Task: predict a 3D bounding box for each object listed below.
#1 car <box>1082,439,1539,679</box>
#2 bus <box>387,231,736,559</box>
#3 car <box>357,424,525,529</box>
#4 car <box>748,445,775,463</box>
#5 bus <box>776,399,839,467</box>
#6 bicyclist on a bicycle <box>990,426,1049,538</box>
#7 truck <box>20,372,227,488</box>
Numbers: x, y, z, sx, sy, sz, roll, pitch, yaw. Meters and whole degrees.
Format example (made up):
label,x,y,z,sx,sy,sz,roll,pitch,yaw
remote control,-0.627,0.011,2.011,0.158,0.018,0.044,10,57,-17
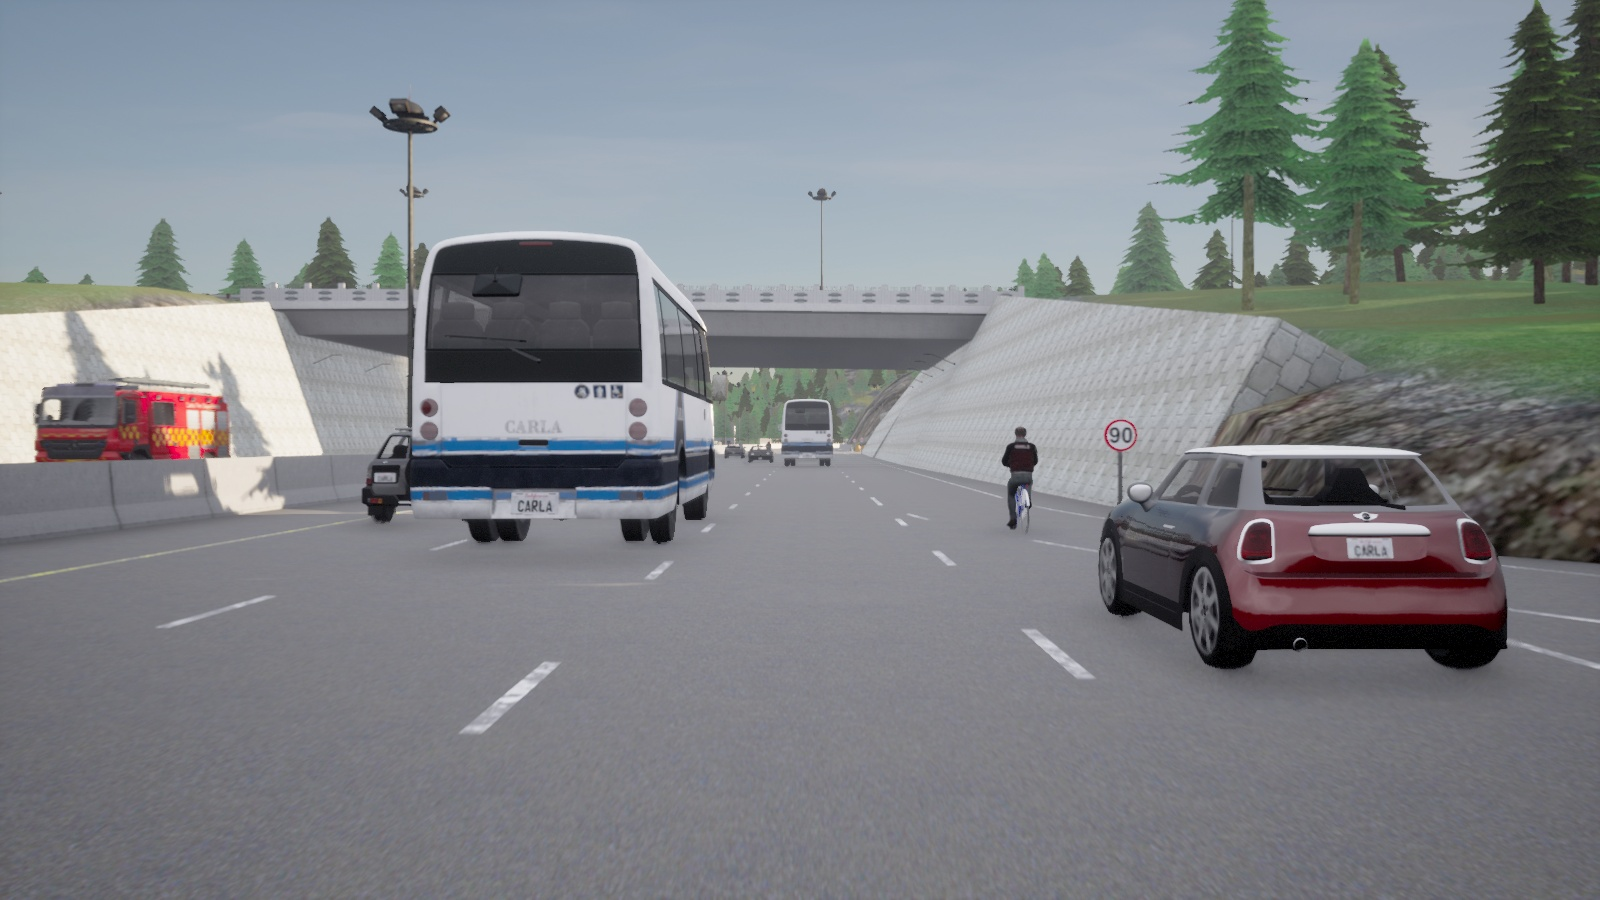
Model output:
label,x,y,z,sx,sy,sz,roll,pitch,yaw
car,3.570,0.660,9.633,1.970,1.475,3.806,0,0,0
bus,-3.362,-0.753,21.426,3.944,4.253,10.273,0,0,0
car,-6.845,0.422,24.499,1.932,1.855,4.605,0,1,0
car,-2.939,0.304,95.894,1.895,1.301,4.718,0,0,0
bus,0.498,-1.106,84.571,3.944,4.253,10.273,0,0,0
bicyclist on a bicycle,3.634,0.502,20.888,0.659,1.776,1.843,0,1,0
truck,-24.225,-0.695,45.594,2.891,3.827,8.468,0,0,0
